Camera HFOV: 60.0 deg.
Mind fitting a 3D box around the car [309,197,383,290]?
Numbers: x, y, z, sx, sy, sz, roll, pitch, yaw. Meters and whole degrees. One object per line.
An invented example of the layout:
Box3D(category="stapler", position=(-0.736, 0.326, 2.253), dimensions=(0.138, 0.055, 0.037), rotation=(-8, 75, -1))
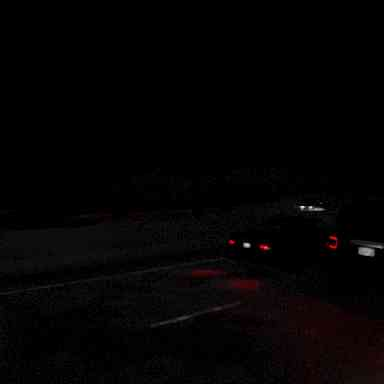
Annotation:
Box3D(category="car", position=(5.351, 1.206, 7.936), dimensions=(5.566, 2.045, 2.150), rotation=(0, 0, -39))

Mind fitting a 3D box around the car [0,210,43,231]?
Box3D(category="car", position=(-8.163, 1.549, 11.090), dimensions=(5.357, 1.411, 2.033), rotation=(0, 0, -36))

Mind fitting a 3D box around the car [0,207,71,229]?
Box3D(category="car", position=(-8.490, 1.489, 15.246), dimensions=(4.902, 1.511, 2.128), rotation=(0, 0, -37))

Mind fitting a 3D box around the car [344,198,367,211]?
Box3D(category="car", position=(20.230, 1.480, 41.063), dimensions=(2.033, 1.411, 5.357), rotation=(0, 0, 31))

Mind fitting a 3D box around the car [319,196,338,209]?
Box3D(category="car", position=(18.979, 1.408, 46.027), dimensions=(1.882, 1.535, 5.008), rotation=(0, 0, 29))

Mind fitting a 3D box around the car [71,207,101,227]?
Box3D(category="car", position=(-8.063, 1.594, 19.884), dimensions=(4.718, 1.301, 1.895), rotation=(0, 0, -37))

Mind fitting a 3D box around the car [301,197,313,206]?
Box3D(category="car", position=(18.474, 1.472, 52.593), dimensions=(2.033, 1.411, 5.357), rotation=(0, 0, 26))

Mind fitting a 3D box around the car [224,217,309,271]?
Box3D(category="car", position=(3.463, 1.532, 10.878), dimensions=(5.357, 1.411, 2.033), rotation=(0, 0, -39))
